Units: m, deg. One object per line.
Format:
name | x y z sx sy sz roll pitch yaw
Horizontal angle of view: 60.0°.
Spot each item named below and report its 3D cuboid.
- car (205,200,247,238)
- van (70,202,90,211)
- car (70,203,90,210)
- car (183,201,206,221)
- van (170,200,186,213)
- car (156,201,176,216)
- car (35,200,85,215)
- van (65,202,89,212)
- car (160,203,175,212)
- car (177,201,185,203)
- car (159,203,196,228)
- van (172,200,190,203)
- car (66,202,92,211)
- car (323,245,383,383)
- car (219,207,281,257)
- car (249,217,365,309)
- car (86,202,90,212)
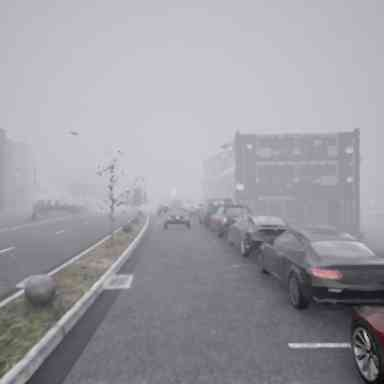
car | 2.258 1.504 18.895 2.185 1.767 4.553 0 -1 -4
van | -26.230 3.328 78.056 4.442 1.987 1.878 0 -2 -18
car | -27.204 3.515 80.635 4.553 1.767 2.185 0 -2 -18
car | 0.467 1.980 35.446 2.002 1.452 4.674 0 -1 -8
van | -2.308 2.230 51.965 1.878 1.987 4.442 0 -2 -11
car | -3.420 2.138 41.360 1.837 1.490 4.892 0 -2 -9
car | -17.521 2.016 43.675 5.566 2.045 2.435 0 -2 -10
van | -23.297 2.966 67.666 4.442 1.987 1.878 0 -2 -16
car | -4.668 2.863 62.644 2.097 1.535 5.008 0 -2 -13
car | -0.351 2.128 40.926 2.002 1.452 4.674 0 -2 -9
car | -1.179 1.781 24.220 2.033 1.411 5.357 0 -1 -5
van | -1.272 2.037 46.528 1.878 1.987 4.442 0 -2 -9
car | -25.533 3.215 75.399 5.566 2.045 2.435 0 -2 -17
car | 2.997 1.522 2.336 2.163 1.488 4.792 0 0 0
car | 2.633 1.571 13.271 2.231 1.521 4.892 0 0 -3
car | 2.872 1.571 7.854 2.002 1.452 4.674 0 0 -1
car | -19.781 2.687 54.478 4.892 1.521 2.231 0 -2 -13
